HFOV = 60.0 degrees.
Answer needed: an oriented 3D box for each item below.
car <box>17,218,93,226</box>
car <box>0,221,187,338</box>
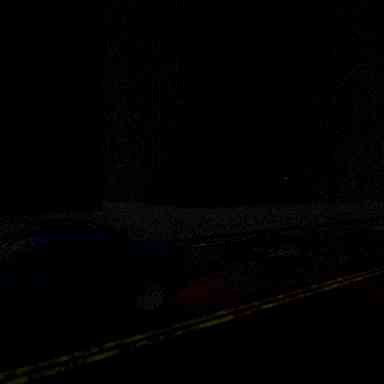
[{"bbox_3d":[-3.976,1.492,8.832,4.892,1.490,1.837,-1,1,-35],"label":"car"},{"bbox_3d":[-2.452,1.469,5.926,5.008,1.535,1.882,-1,0,-35],"label":"car"}]
